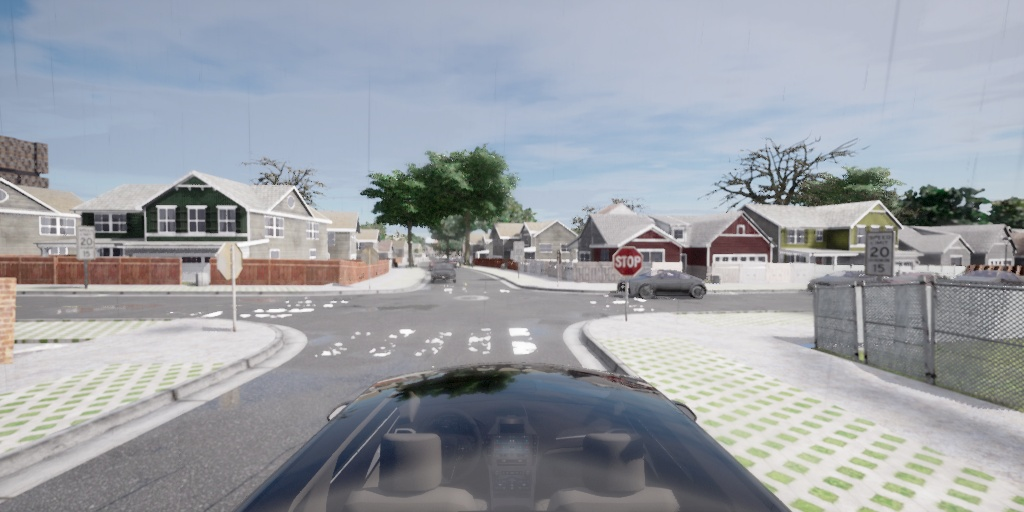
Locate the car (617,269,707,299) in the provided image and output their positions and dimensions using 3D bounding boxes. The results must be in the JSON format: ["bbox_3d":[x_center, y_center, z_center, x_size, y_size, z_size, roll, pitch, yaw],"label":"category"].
[{"bbox_3d":[7.509,1.381,18.100,4.181,1.385,1.994,1,1,-6],"label":"car"}]

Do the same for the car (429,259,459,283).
[{"bbox_3d":[-5.278,1.253,27.758,1.837,1.490,4.892,0,0,-10],"label":"car"}]

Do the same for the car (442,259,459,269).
[{"bbox_3d":[-10.000,1.214,57.747,2.128,1.511,4.902,0,0,-17],"label":"car"}]

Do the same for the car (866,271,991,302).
[{"bbox_3d":[20.261,1.551,17.513,4.674,1.442,1.812,1,1,-13],"label":"car"}]

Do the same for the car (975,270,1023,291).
[{"bbox_3d":[31.010,1.636,23.298,5.357,1.411,2.033,1,1,-16],"label":"car"}]

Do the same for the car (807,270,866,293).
[{"bbox_3d":[19.047,1.519,20.254,4.181,1.385,1.994,1,1,-13],"label":"car"}]
